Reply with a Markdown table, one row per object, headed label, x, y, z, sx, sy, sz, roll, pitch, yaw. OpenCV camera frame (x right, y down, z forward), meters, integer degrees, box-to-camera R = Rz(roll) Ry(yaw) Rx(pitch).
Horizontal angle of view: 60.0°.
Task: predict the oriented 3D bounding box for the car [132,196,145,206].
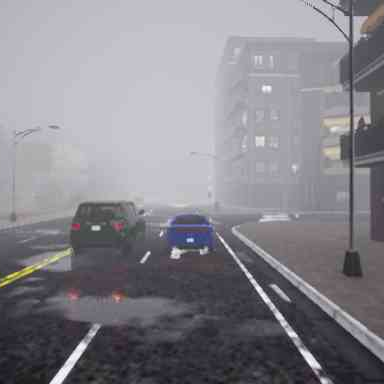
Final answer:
| label | x | y | z | sx | sy | sz | roll | pitch | yaw |
| --- | --- | --- | --- | --- | --- | --- | --- | --- | --- |
| car | -11.875 | 1.977 | 74.496 | 2.150 | 2.045 | 5.566 | 0 | -1 | -2 |

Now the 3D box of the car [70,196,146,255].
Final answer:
| label | x | y | z | sx | sy | sz | roll | pitch | yaw |
| --- | --- | --- | --- | --- | --- | --- | --- | --- | --- |
| car | -3.328 | 1.354 | 14.093 | 2.150 | 2.045 | 5.566 | 0 | 0 | -1 |

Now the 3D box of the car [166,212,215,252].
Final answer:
| label | x | y | z | sx | sy | sz | roll | pitch | yaw |
| --- | --- | --- | --- | --- | --- | --- | --- | --- | --- |
| car | -0.078 | 1.619 | 14.582 | 1.882 | 1.535 | 5.008 | 0 | 0 | 0 |
